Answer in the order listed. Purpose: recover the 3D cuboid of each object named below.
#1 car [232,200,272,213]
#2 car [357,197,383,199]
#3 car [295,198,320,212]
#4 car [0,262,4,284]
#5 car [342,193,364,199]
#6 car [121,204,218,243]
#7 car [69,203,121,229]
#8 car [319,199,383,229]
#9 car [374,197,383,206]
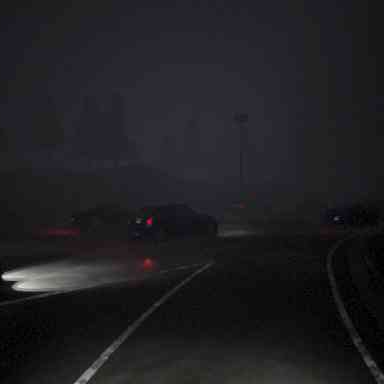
[{"bbox_3d":[6.716,1.552,37.145,5.357,1.411,2.033,0,0,-42],"label":"car"},{"bbox_3d":[19.162,1.510,34.202,4.892,1.490,1.837,0,0,-42],"label":"car"},{"bbox_3d":[14.080,1.483,39.047,5.008,1.535,1.882,0,0,-42],"label":"car"},{"bbox_3d":[-6.237,1.564,6.732,4.181,1.385,1.994,0,0,-42],"label":"car"},{"bbox_3d":[26.948,1.229,55.285,5.566,2.045,2.150,0,0,-42],"label":"car"},{"bbox_3d":[-0.827,1.355,16.281,4.553,1.767,2.097,0,0,-42],"label":"car"},{"bbox_3d":[-5.357,1.480,21.622,5.008,1.535,1.882,0,0,-42],"label":"car"},{"bbox_3d":[10.583,1.481,21.811,5.008,1.535,1.882,0,0,-42],"label":"car"},{"bbox_3d":[32.616,1.556,55.675,5.357,1.411,2.033,0,0,-42],"label":"car"}]
